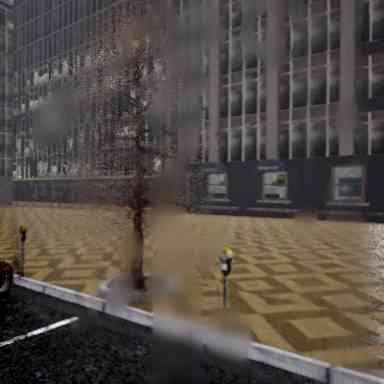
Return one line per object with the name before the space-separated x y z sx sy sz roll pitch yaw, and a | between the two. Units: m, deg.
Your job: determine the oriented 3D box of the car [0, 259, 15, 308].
car | -5.201 1.565 6.571 4.313 1.339 1.947 0 1 35
